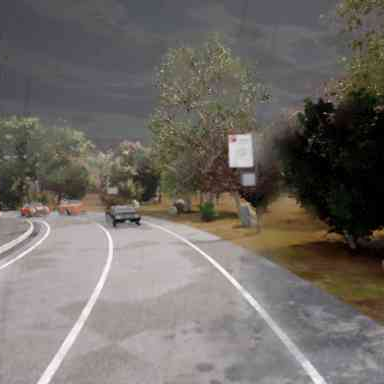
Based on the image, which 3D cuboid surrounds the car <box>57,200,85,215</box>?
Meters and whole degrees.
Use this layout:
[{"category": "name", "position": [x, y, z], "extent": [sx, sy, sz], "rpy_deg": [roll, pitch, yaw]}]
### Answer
[{"category": "car", "position": [-14.322, 1.714, 39.137], "extent": [2.097, 1.767, 4.553], "rpy_deg": [-4, 1, -38]}]

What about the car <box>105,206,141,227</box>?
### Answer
[{"category": "car", "position": [-5.060, 1.654, 23.837], "extent": [1.895, 1.301, 4.718], "rpy_deg": [-2, 0, -22]}]

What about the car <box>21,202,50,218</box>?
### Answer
[{"category": "car", "position": [-18.099, 1.969, 38.346], "extent": [2.097, 1.767, 4.553], "rpy_deg": [-5, 1, -41]}]
